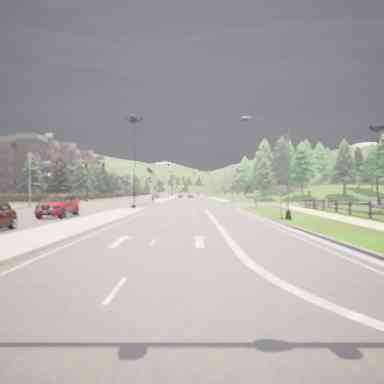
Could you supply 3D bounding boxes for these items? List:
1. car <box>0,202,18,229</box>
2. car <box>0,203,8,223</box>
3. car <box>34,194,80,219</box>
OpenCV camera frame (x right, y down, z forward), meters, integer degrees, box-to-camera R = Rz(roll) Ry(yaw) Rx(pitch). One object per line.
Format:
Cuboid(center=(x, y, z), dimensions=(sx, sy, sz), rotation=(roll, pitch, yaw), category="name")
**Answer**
Cuboid(center=(-11.585, 1.346, 18.249), dimensions=(2.097, 1.767, 4.553), rotation=(0, 0, 0), category="car")
Cuboid(center=(-15.083, 1.540, 22.718), dimensions=(2.033, 1.411, 5.357), rotation=(0, 0, 0), category="car")
Cuboid(center=(-11.558, 1.211, 28.949), dimensions=(2.150, 2.045, 5.566), rotation=(0, 0, 0), category="car")
